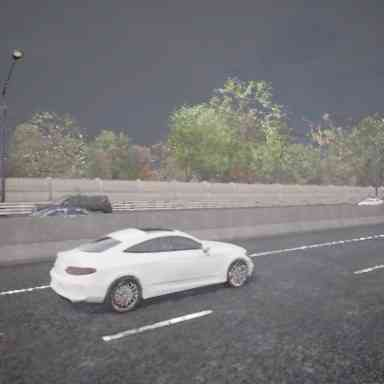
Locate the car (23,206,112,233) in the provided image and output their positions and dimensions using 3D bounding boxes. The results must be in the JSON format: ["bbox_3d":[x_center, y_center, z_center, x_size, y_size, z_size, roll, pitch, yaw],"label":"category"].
[{"bbox_3d":[-7.461,1.602,20.186,4.718,1.301,1.895,0,0,-36],"label":"car"}]

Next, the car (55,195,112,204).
[{"bbox_3d":[-8.441,1.225,23.785,5.566,2.045,2.150,0,0,-36],"label":"car"}]

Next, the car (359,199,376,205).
[{"bbox_3d":[26.139,1.690,48.458,4.674,1.442,1.812,0,0,-35],"label":"car"}]

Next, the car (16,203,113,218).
[{"bbox_3d":[-6.706,1.491,16.421,4.902,1.511,2.128,0,0,-36],"label":"car"}]

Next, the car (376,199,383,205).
[{"bbox_3d":[27.336,1.763,45.011,4.718,1.301,1.895,0,0,-35],"label":"car"}]

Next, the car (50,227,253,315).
[{"bbox_3d":[-0.698,1.532,7.565,4.674,1.442,1.812,0,0,-36],"label":"car"}]
